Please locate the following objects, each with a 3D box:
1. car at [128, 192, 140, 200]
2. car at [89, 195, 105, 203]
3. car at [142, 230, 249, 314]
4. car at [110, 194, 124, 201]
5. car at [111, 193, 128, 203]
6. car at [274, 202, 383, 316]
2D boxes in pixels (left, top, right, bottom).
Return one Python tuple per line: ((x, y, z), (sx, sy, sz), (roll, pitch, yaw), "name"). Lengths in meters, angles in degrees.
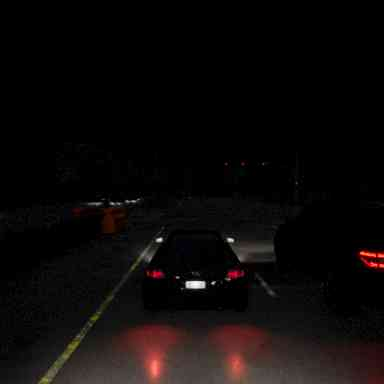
((-14.405, 1.312, 79.876), (1.895, 1.301, 4.718), (0, 0, 0), "car")
((-17.828, 1.341, 62.710), (2.033, 1.411, 5.357), (0, 0, 0), "car")
((0.069, 1.563, 7.723), (1.994, 1.385, 4.181), (0, 0, 0), "car")
((-17.900, 1.258, 79.681), (2.033, 1.411, 5.357), (0, 0, 0), "car")
((-14.340, 1.349, 64.285), (1.994, 1.385, 4.181), (0, 0, 0), "car")
((3.591, 1.221, 7.652), (2.150, 2.045, 5.566), (0, 0, -2), "car")
